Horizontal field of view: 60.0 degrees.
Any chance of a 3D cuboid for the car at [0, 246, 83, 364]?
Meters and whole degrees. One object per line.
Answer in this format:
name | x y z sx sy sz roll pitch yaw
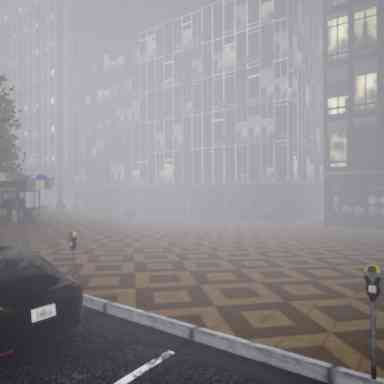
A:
car | -3.568 1.563 5.417 4.313 1.339 1.947 0 0 35
